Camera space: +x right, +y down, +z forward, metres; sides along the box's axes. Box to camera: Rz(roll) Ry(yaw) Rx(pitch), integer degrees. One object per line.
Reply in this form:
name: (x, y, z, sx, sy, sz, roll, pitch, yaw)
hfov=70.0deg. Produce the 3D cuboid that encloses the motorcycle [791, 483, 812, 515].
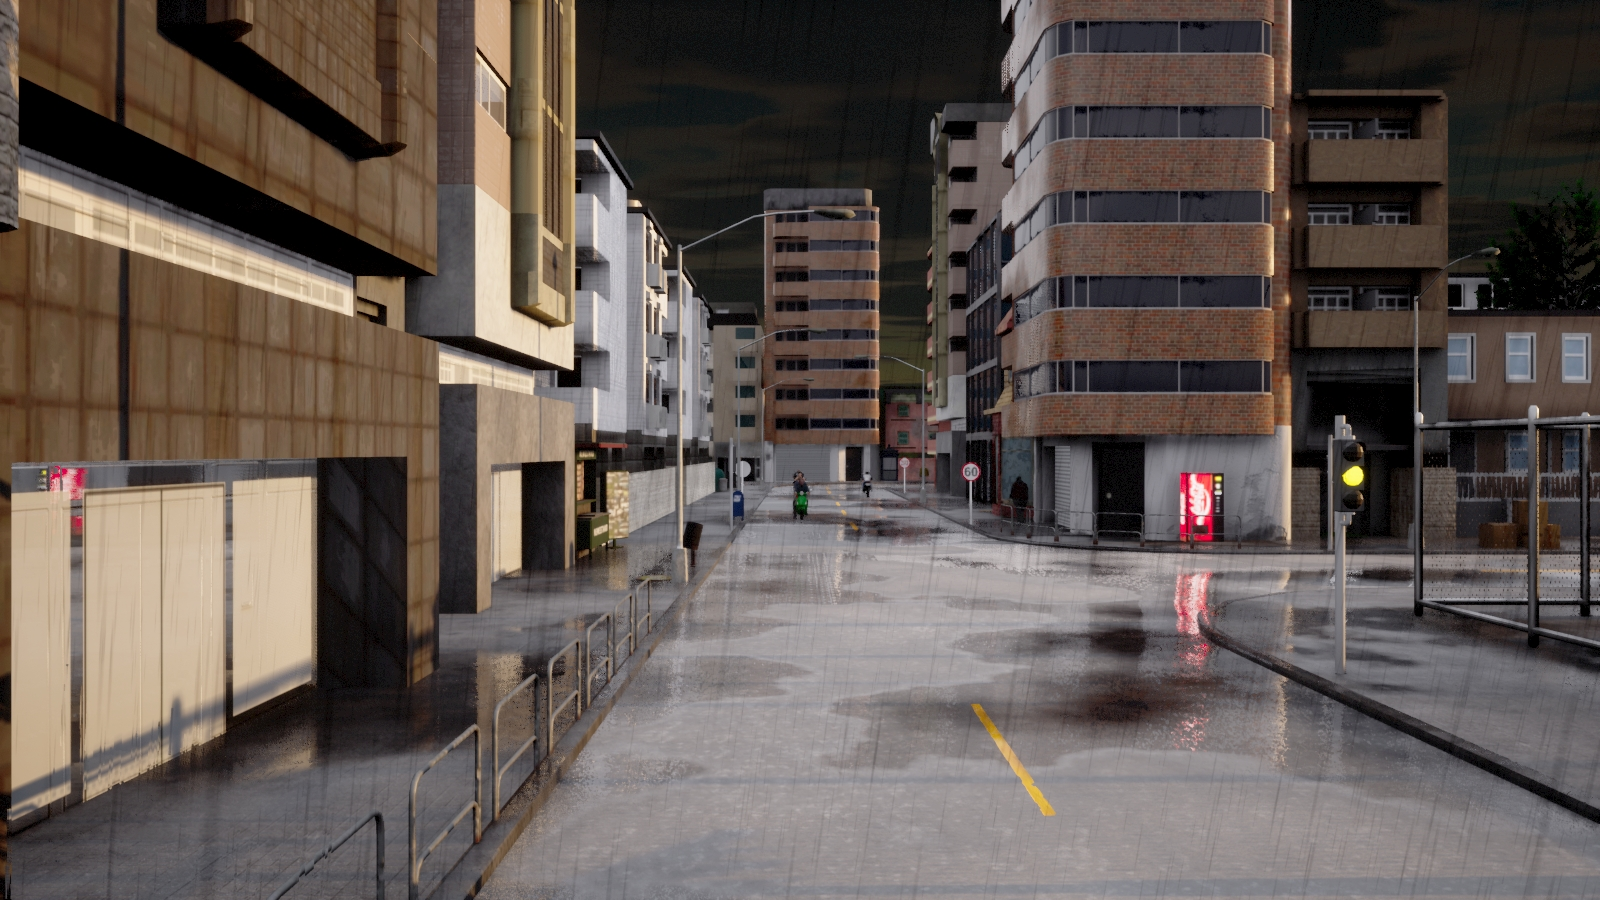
motorcycle: (0.063, 1.970, 46.521, 0.856, 1.236, 1.805, 0, 0, 0)

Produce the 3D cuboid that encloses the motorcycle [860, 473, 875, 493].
motorcycle: (4.039, 2.004, 68.727, 0.803, 1.145, 2.033, 0, 0, 0)

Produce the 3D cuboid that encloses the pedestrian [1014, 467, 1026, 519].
pedestrian: (7.838, 1.523, 40.644, 0.375, 1.860, 0.375, 0, 0, 2)

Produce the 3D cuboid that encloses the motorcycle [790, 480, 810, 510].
motorcycle: (0.019, 1.970, 50.389, 0.856, 1.236, 1.805, 0, 0, 0)
